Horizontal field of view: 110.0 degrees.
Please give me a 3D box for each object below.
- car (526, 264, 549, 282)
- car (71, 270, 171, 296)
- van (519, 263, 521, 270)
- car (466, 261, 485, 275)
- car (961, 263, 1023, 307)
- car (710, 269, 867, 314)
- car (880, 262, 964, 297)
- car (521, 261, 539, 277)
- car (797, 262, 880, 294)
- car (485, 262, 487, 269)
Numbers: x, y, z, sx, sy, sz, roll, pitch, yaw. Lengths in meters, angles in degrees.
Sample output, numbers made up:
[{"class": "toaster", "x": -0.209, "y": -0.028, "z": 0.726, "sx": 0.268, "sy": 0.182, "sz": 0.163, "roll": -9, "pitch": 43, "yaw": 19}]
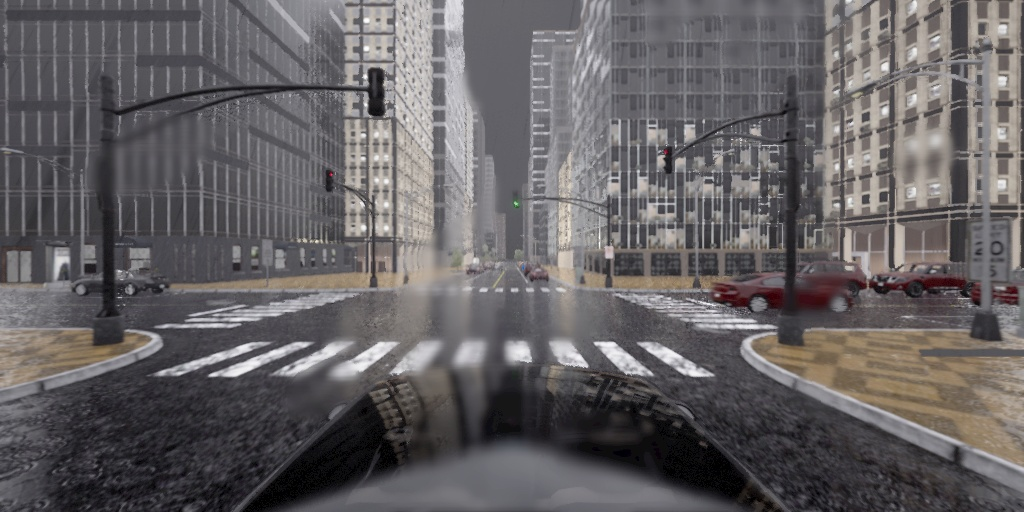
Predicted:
[{"class": "car", "x": 2.538, "y": 1.722, "z": 33.958, "sx": 1.802, "sy": 1.307, "sz": 4.207, "roll": 0, "pitch": 0, "yaw": 0}, {"class": "car", "x": -21.446, "y": 1.430, "z": 19.743, "sx": 4.403, "sy": 1.370, "sz": 2.007, "roll": 0, "pitch": 0, "yaw": 0}, {"class": "van", "x": 2.576, "y": 1.811, "z": 61.579, "sx": 1.690, "sy": 1.789, "sz": 3.998, "roll": 0, "pitch": 0, "yaw": 0}, {"class": "car", "x": -5.306, "y": 1.779, "z": 50.507, "sx": 1.967, "sy": 1.591, "sz": 4.097, "roll": 0, "pitch": 0, "yaw": 0}, {"class": "car", "x": 21.708, "y": 1.308, "z": 14.385, "sx": 4.553, "sy": 1.767, "sz": 2.097, "roll": 0, "pitch": 0, "yaw": 0}, {"class": "car", "x": 10.682, "y": 1.421, "z": 14.367, "sx": 5.008, "sy": 1.535, "sz": 1.882, "roll": 0, "pitch": 0, "yaw": 0}, {"class": "car", "x": 22.896, "y": 1.259, "z": 19.836, "sx": 5.009, "sy": 1.841, "sz": 2.192, "roll": 0, "pitch": 0, "yaw": 0}, {"class": "car", "x": 2.561, "y": 1.588, "z": 45.006, "sx": 2.192, "sy": 1.841, "sz": 5.009, "roll": 0, "pitch": 0, "yaw": 0}, {"class": "car", "x": 16.564, "y": 1.251, "z": 19.822, "sx": 5.009, "sy": 1.841, "sz": 2.192, "roll": 0, "pitch": 0, "yaw": 0}, {"class": "car", "x": -5.305, "y": 1.986, "z": 56.031, "sx": 1.802, "sy": 1.307, "sz": 4.207, "roll": 0, "pitch": 0, "yaw": 0}]
